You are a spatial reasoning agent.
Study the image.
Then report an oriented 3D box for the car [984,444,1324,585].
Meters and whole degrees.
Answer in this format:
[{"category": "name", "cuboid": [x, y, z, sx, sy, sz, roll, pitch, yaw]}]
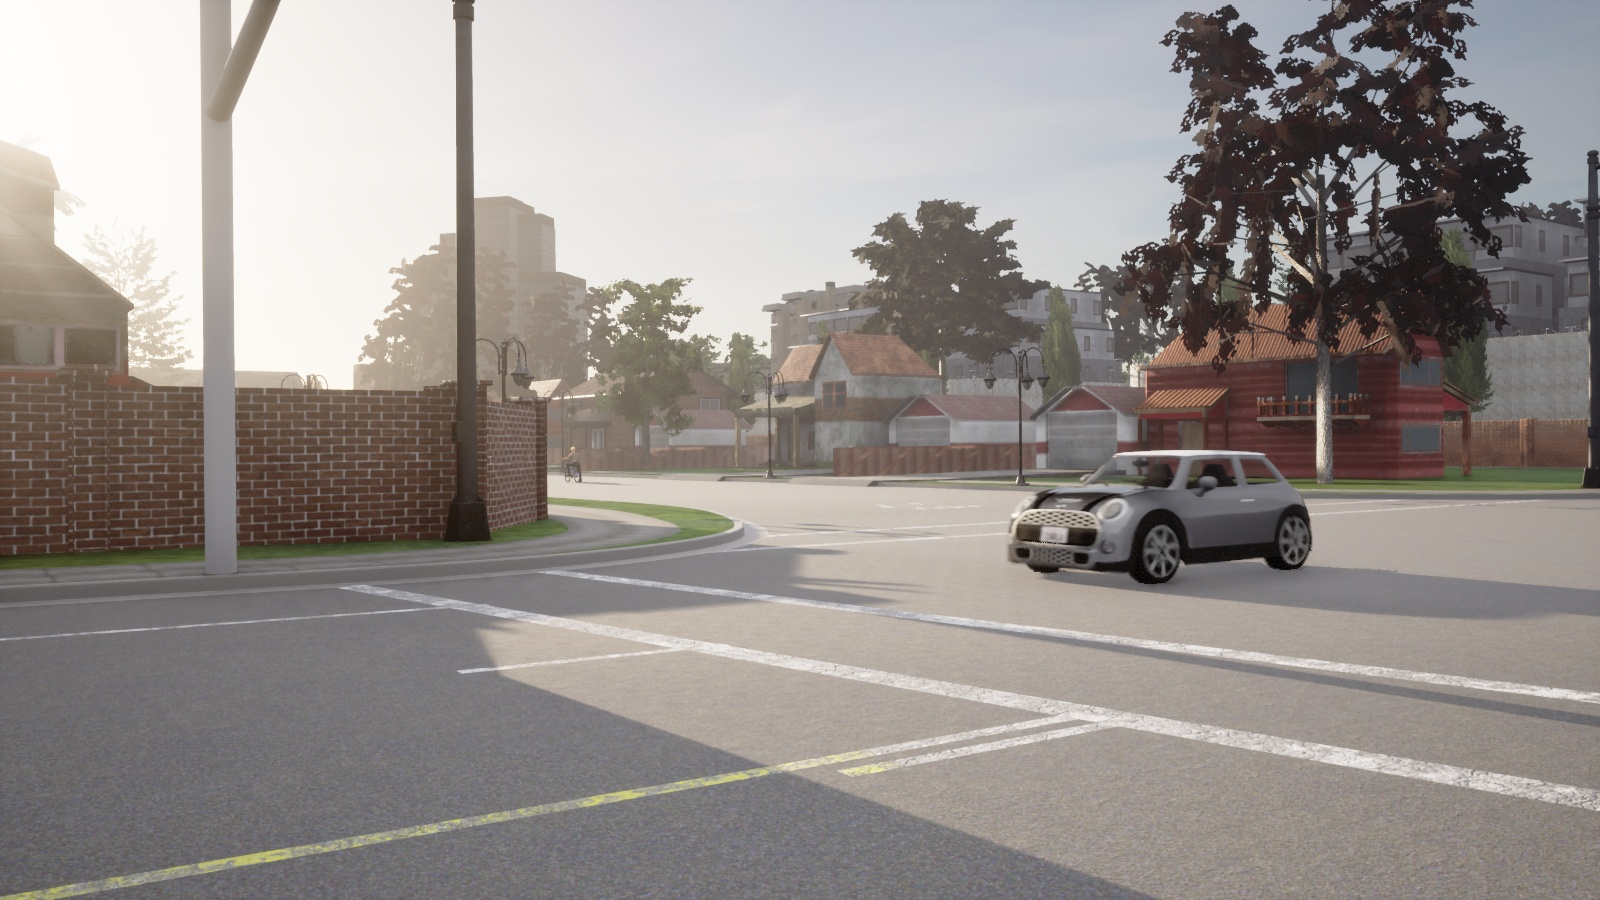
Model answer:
[{"category": "car", "cuboid": [4.319, 0.682, 15.195, 3.806, 1.475, 1.970, -1, 0, -35]}]
